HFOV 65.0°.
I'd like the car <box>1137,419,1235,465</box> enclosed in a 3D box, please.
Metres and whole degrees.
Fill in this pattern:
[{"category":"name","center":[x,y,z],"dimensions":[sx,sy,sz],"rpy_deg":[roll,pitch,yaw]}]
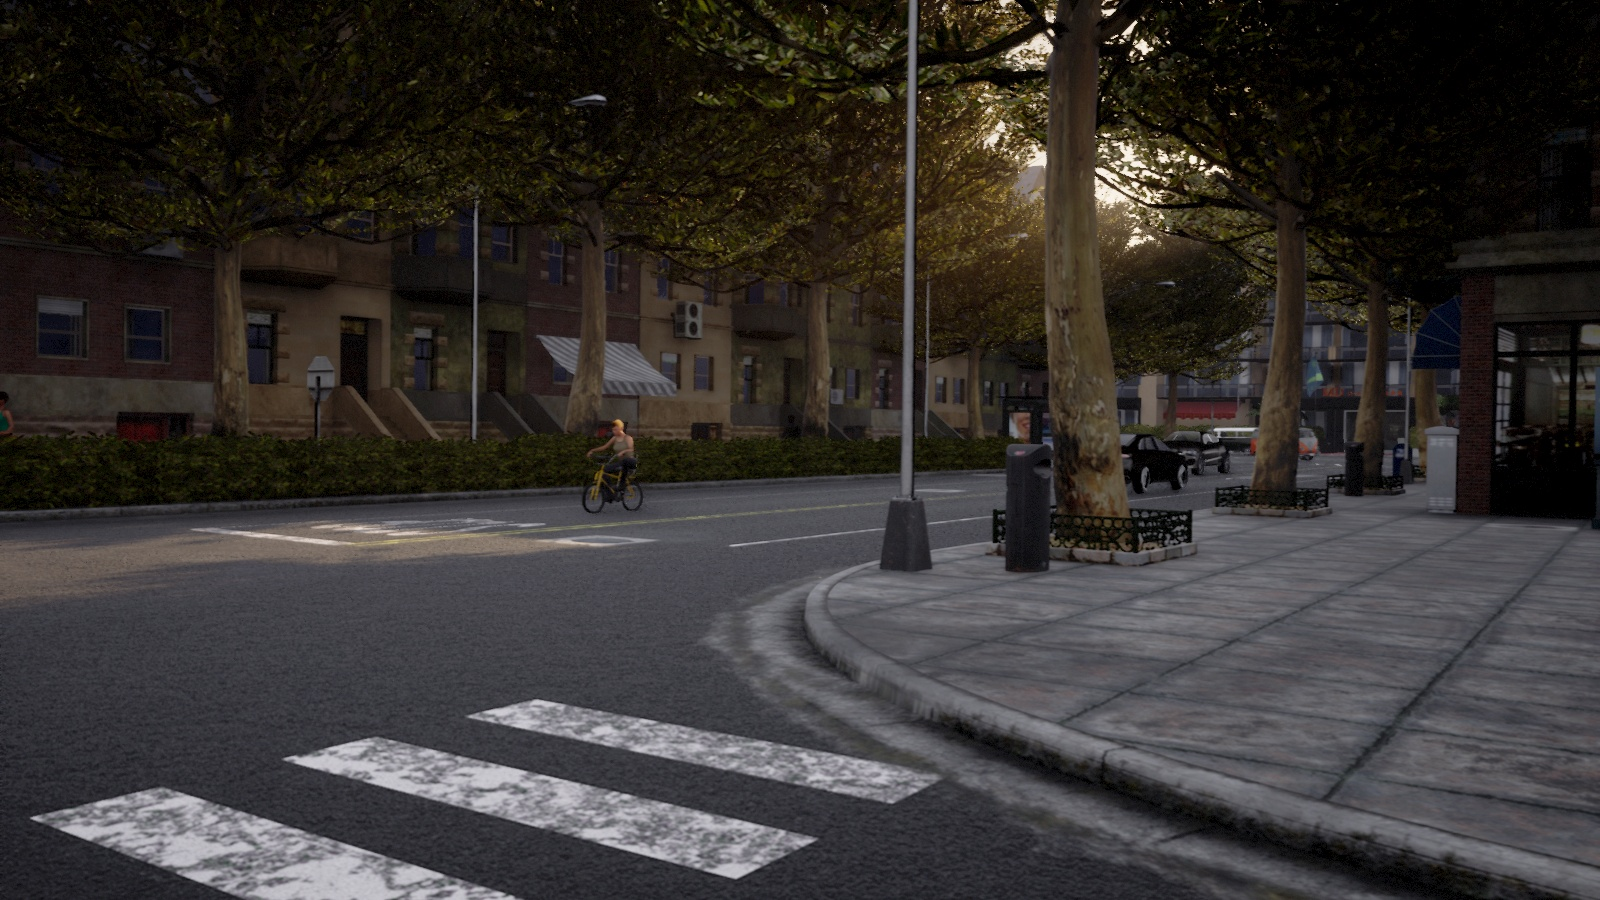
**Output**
[{"category":"car","center":[14.759,-0.335,47.823],"dimensions":[2.152,1.651,5.027],"rpy_deg":[0,1,35]}]

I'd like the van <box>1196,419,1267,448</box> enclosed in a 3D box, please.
[{"category":"van","center":[31.062,-1.160,90.422],"dimensions":[4.480,2.038,2.069],"rpy_deg":[0,1,34]}]

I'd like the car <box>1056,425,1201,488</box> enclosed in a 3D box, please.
[{"category":"car","center":[8.666,0.117,32.784],"dimensions":[2.128,1.511,4.902],"rpy_deg":[0,1,35]}]

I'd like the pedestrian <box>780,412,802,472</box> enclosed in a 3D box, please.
[{"category":"pedestrian","center":[-0.291,-0.259,40.655],"dimensions":[0.395,1.930,0.692],"rpy_deg":[0,1,35]}]

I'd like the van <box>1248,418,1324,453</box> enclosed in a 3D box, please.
[{"category":"van","center":[29.179,-0.883,75.514],"dimensions":[1.775,1.987,4.442],"rpy_deg":[0,1,-19]}]

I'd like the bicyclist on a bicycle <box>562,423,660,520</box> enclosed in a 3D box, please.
[{"category":"bicyclist on a bicycle","center":[-3.238,0.341,21.629],"dimensions":[0.866,1.612,1.509],"rpy_deg":[0,1,35]}]

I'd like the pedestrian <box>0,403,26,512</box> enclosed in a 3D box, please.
[{"category":"pedestrian","center":[-13.505,0.124,21.247],"dimensions":[0.345,1.836,0.594],"rpy_deg":[0,1,36]}]
